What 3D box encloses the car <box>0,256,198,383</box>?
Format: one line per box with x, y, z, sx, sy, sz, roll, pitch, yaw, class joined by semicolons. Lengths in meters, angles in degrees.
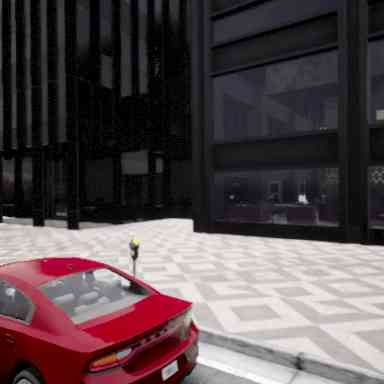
-2.053;1.552;4.387;4.507;1.381;1.887;-1;0;34;car
